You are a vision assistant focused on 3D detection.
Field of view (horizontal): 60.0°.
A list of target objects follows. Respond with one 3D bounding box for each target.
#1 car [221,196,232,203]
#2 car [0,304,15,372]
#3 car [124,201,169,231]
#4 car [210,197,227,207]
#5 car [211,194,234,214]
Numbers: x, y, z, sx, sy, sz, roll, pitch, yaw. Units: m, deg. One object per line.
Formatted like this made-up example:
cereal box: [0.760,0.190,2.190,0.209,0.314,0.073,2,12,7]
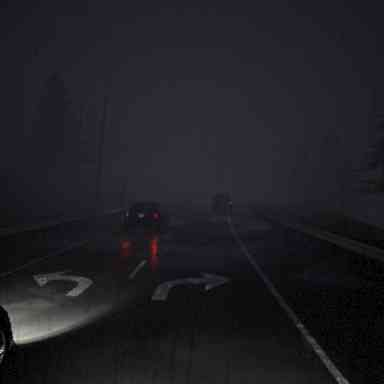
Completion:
car: [7.095,1.571,68.102,1.895,1.301,4.718,0,0,11]
car: [-3.334,1.561,2.675,1.994,1.385,4.181,0,0,1]
car: [-2.658,1.345,20.450,2.097,1.767,4.553,0,0,3]
car: [4.202,1.535,51.943,2.033,1.411,5.357,0,0,10]
car: [3.229,1.217,35.370,2.150,2.045,5.566,0,0,6]
